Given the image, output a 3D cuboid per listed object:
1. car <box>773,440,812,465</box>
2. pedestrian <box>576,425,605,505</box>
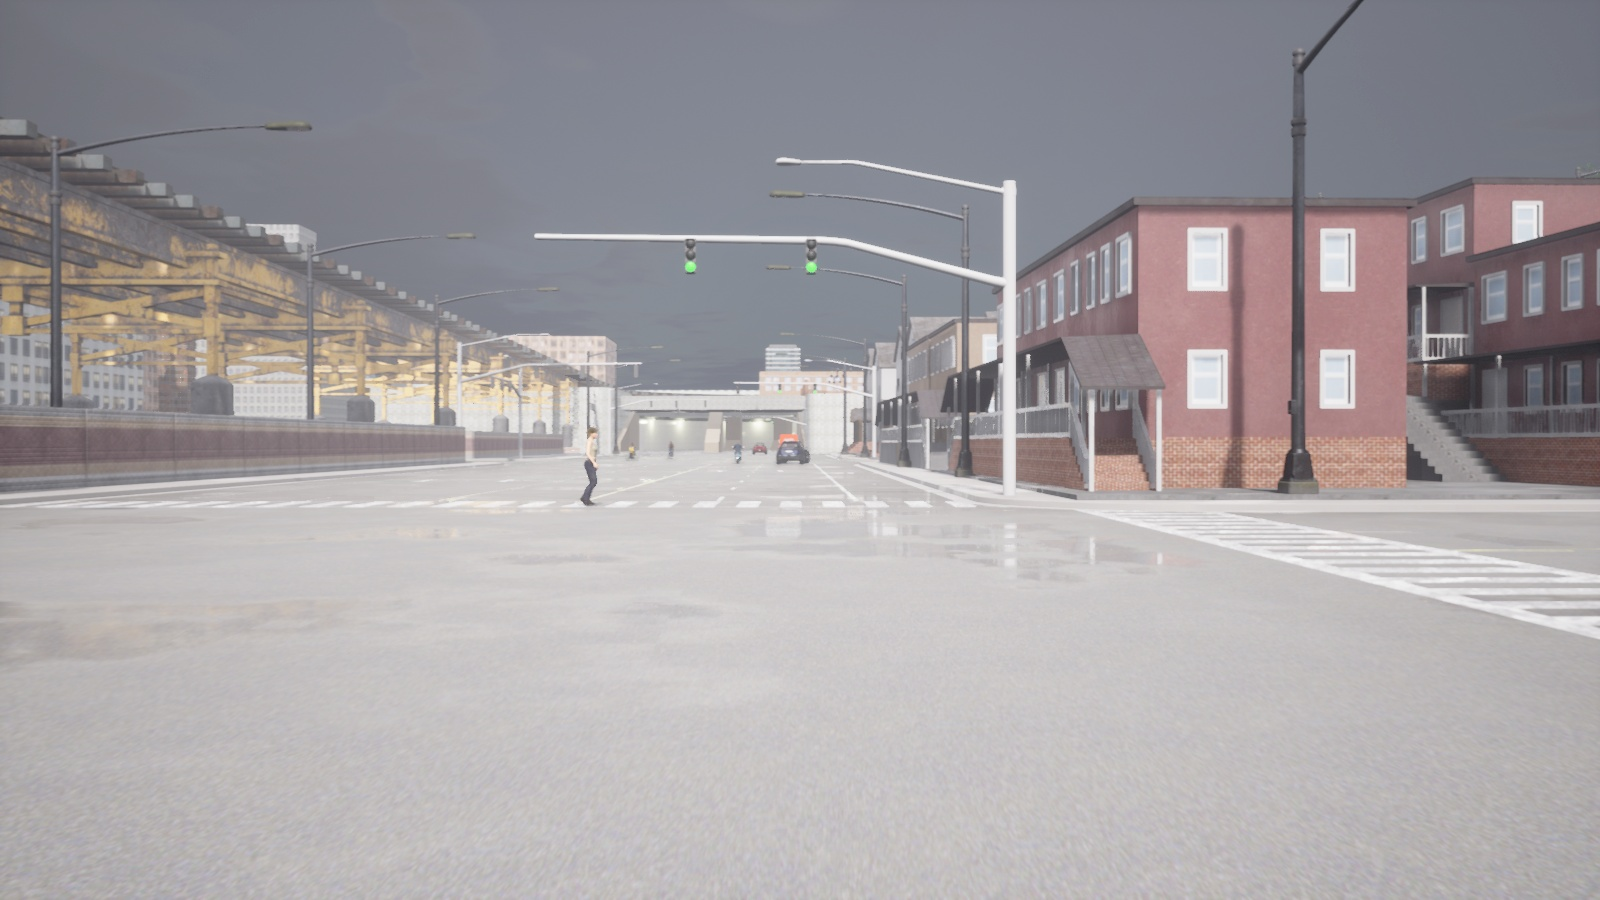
[{"bbox_3d":[-0.485,0.143,87.134,2.033,1.649,4.856,0,0,7],"label":"car"},{"bbox_3d":[-4.861,0.348,29.124,0.594,1.836,0.345,0,0,3],"label":"pedestrian"}]
